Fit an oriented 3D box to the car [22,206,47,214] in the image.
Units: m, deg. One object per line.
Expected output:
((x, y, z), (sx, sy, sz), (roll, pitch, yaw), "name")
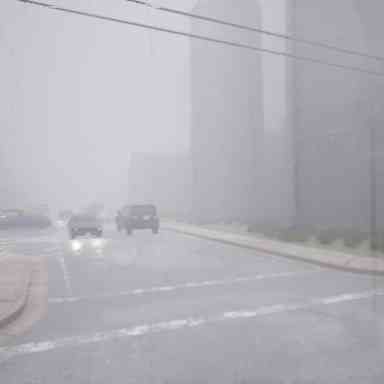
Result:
((-29.514, 3.384, 62.612), (4.193, 1.474, 1.816), (0, -2, -23), "car")

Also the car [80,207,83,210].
((-17.160, 3.037, 54.341), (1.882, 1.535, 5.008), (0, -2, -23), "car")

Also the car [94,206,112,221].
((-9.001, 2.531, 35.613), (1.812, 1.442, 4.674), (0, -2, -23), "car")

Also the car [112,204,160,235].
((-4.018, 1.890, 24.117), (2.150, 2.045, 5.566), (0, -1, -23), "car")

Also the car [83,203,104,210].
((-13.031, 2.503, 44.898), (2.150, 2.045, 5.566), (0, -1, -22), "car")

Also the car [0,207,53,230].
((-14.269, 2.338, 28.156), (4.611, 1.667, 2.242), (0, -2, -23), "car")

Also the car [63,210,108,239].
((-7.198, 2.189, 22.154), (2.033, 1.411, 5.357), (0, -2, -23), "car")

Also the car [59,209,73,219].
((-16.520, 2.885, 43.927), (1.895, 1.301, 4.718), (0, -2, -23), "car")

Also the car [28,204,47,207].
((-23.726, 2.827, 50.434), (3.866, 1.878, 1.905), (0, -2, -23), "car")
